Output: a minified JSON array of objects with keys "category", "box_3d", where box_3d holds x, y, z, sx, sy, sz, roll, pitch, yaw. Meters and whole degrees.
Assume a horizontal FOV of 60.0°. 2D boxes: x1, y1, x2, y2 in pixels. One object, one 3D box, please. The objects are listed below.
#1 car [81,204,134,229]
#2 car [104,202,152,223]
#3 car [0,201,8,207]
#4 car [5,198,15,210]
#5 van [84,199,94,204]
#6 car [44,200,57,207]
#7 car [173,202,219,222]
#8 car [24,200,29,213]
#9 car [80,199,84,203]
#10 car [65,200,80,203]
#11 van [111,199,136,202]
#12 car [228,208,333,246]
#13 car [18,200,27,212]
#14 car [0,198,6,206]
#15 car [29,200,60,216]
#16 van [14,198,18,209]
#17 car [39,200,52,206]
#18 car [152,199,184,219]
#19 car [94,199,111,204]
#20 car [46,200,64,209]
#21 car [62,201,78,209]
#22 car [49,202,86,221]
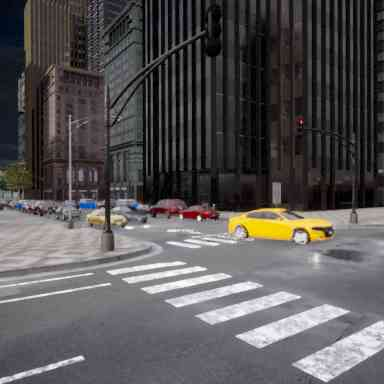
[{"category":"car","box_3d":[-6.327,1.843,24.366,1.752,1.417,4.829,-1,0,-35]},{"category":"car","box_3d":[-5.445,1.863,27.729,1.812,1.442,4.674,0,0,-36]},{"category":"car","box_3d":[-44.549,2.770,77.963,1.802,1.307,4.206,-1,0,-35]},{"category":"car","box_3d":[-32.062,2.353,60.451,1.967,1.590,4.097,-1,0,-35]},{"category":"van","box_3d":[-17.174,2.037,54.318,1.690,1.788,3.998,-1,0,-35]},{"category":"car","box_3d":[-31.871,2.594,74.869,1.947,1.339,4.313,-1,0,-35]},{"category":"car","box_3d":[0.524,1.828,29.447,1.887,1.381,4.507,-1,0,-35]},{"category":"car","box_3d":[-20.609,2.195,44.394,1.887,1.381,4.507,-1,0,-35]},{"category":"car","box_3d":[-19.365,2.059,52.758,2.097,1.767,4.553,0,-1,-36]},{"category":"car","box_3d":[-16.890,2.152,43.825,2.033,1.411,5.357,0,-1,-35]},{"category":"van","box_3d":[-8.328,1.832,41.883,1.690,1.788,3.998,-1,0,-35]},{"category":"car","box_3d":[4.021,1.523,15.725,5.008,1.535,1.882,-3,-1,44]},{"category":"car","box_3d":[-23.448,2.156,48.372,1.967,1.590,4.097,-1,0,-35]},{"category":"car","box_3d":[-41.428,2.666,73.586,1.887,1.381,4.507,-1,0,-35]},{"category":"car","box_3d":[-17.777,1.900,40.416,2.192,1.841,5.009,-1,0,-35]},{"category":"van","box_3d":[-26.287,2.122,52.350,1.690,1.788,3.998,-1,0,-35]},{"category":"car","box_3d":[-34.893,2.659,79.106,1.947,1.339,4.313,-1,0,-35]},{"category":"car","box_3d":[-2.430,1.668,33.593,2.192,1.841,5.009,-1,0,-35]},{"category":"car","box_3d":[-11.277,1.874,46.028,2.192,1.841,5.009,-1,0,-35]},{"category":"car","box_3d":[-25.072,2.315,60.756,1.882,1.535,5.008,0,-1,-35]},{"category":"car","box_3d":[-22.810,2.406,62.163,1.802,1.307,4.206,-1,0,-35]},{"category":"car","box_3d":[-12.098,2.004,32.460,2.008,1.369,4.403,-1,0,-35]}]
